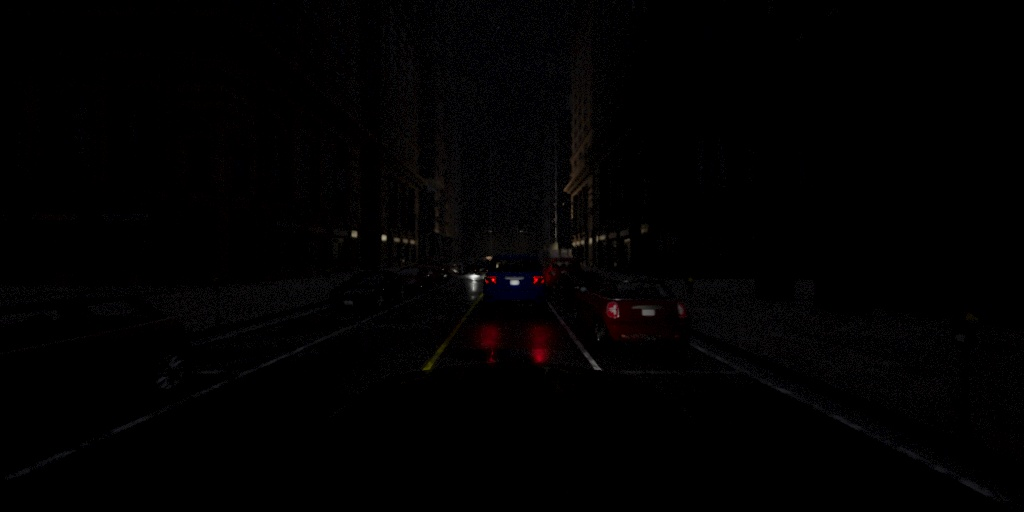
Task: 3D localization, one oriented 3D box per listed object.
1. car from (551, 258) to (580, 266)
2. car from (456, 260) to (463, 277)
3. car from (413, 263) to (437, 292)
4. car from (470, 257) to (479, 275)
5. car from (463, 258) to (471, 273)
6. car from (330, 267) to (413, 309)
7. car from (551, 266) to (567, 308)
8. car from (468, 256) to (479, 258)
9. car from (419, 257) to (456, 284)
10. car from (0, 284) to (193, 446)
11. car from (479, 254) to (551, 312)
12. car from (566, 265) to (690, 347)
[{"bbox_3d":[2.763,1.007,20.421,2.192,1.841,5.009,0,0,0],"label":"car"},{"bbox_3d":[-5.763,1.183,31.451,1.751,1.417,4.829,0,0,0],"label":"car"},{"bbox_3d":[-5.763,1.274,20.417,1.802,1.307,4.207,0,0,0],"label":"car"},{"bbox_3d":[-3.094,1.145,37.994,1.837,1.490,4.892,0,0,0],"label":"car"},{"bbox_3d":[-5.763,1.192,37.223,2.007,1.370,4.403,0,0,0],"label":"car"},{"bbox_3d":[-5.763,1.275,14.816,1.948,1.339,4.313,0,0,0],"label":"car"},{"bbox_3d":[2.763,1.275,14.819,1.948,1.339,4.313,0,0,0],"label":"car"},{"bbox_3d":[-5.763,1.047,48.426,1.967,1.591,4.097,0,0,0],"label":"car"},{"bbox_3d":[-5.763,0.990,26.019,2.192,1.841,5.009,0,0,0],"label":"car"},{"bbox_3d":[-5.763,1.184,3.613,1.967,1.591,4.097,0,0,0],"label":"car"},{"bbox_3d":[0.093,0.934,14.232,2.150,2.045,5.566,0,0,0],"label":"car"},{"bbox_3d":[2.763,1.167,9.217,1.967,1.591,4.097,0,0,0],"label":"car"}]
